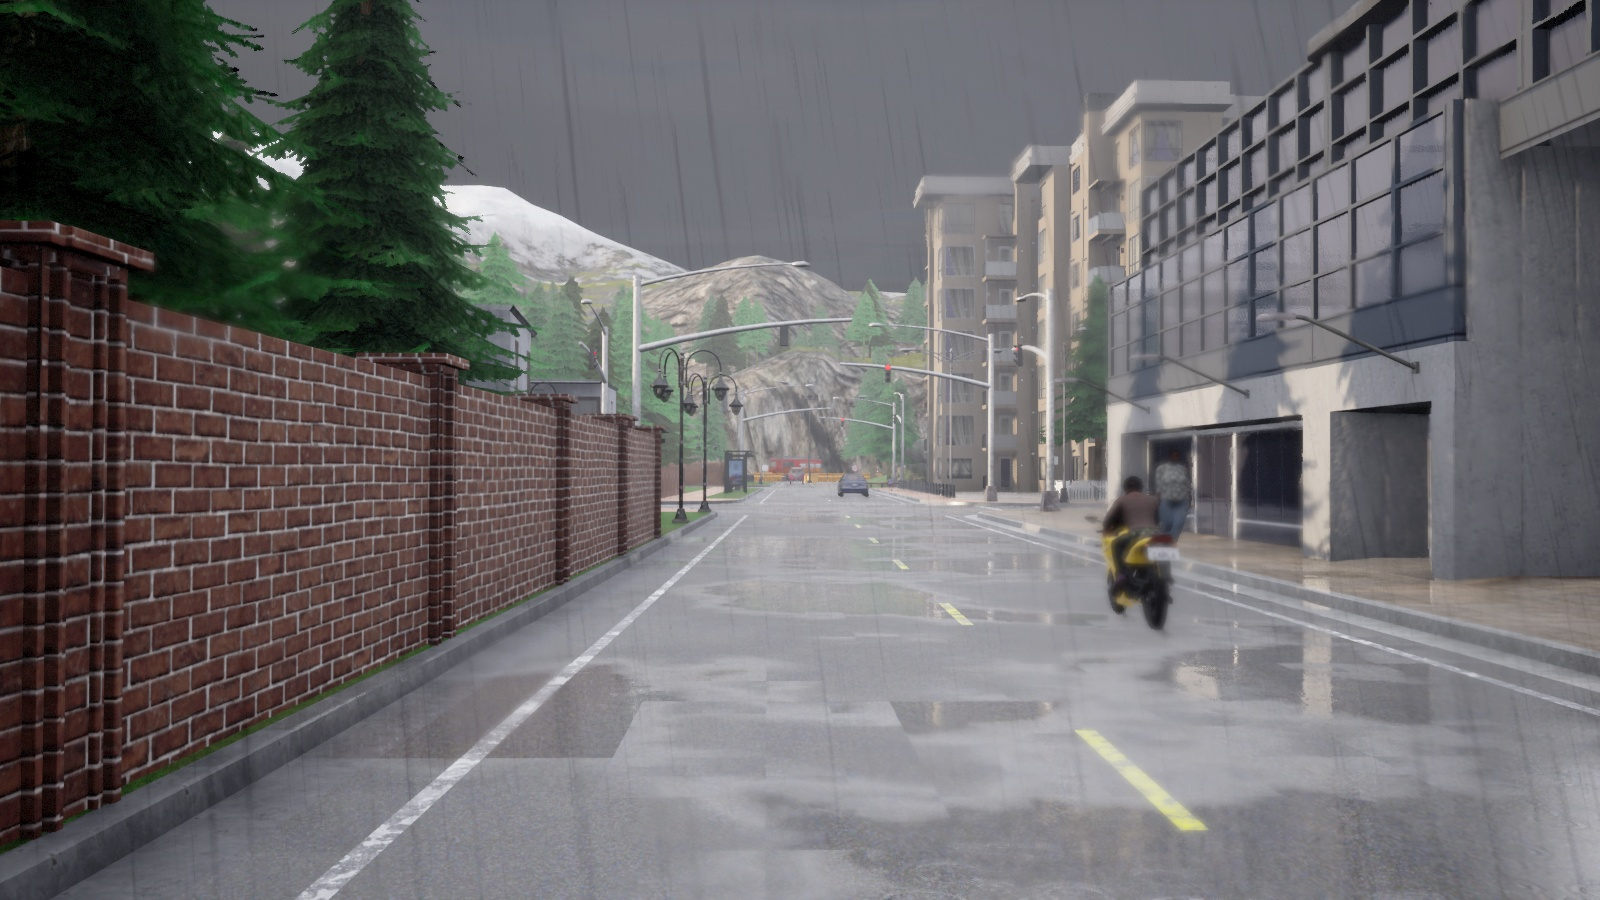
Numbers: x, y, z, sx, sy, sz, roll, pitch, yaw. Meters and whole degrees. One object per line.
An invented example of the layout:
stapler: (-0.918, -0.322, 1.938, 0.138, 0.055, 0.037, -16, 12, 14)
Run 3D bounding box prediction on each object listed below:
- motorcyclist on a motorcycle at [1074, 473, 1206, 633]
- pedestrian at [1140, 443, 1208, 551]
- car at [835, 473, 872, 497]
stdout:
motorcyclist on a motorcycle: (3.469, 1.001, 13.016, 0.797, 1.523, 2.044, 0, -1, 0)
pedestrian: (6.581, 0.820, 22.115, 0.874, 1.855, 0.900, 0, -1, -4)
car: (3.316, 2.165, 78.574, 2.033, 1.411, 5.357, 0, -1, 0)
